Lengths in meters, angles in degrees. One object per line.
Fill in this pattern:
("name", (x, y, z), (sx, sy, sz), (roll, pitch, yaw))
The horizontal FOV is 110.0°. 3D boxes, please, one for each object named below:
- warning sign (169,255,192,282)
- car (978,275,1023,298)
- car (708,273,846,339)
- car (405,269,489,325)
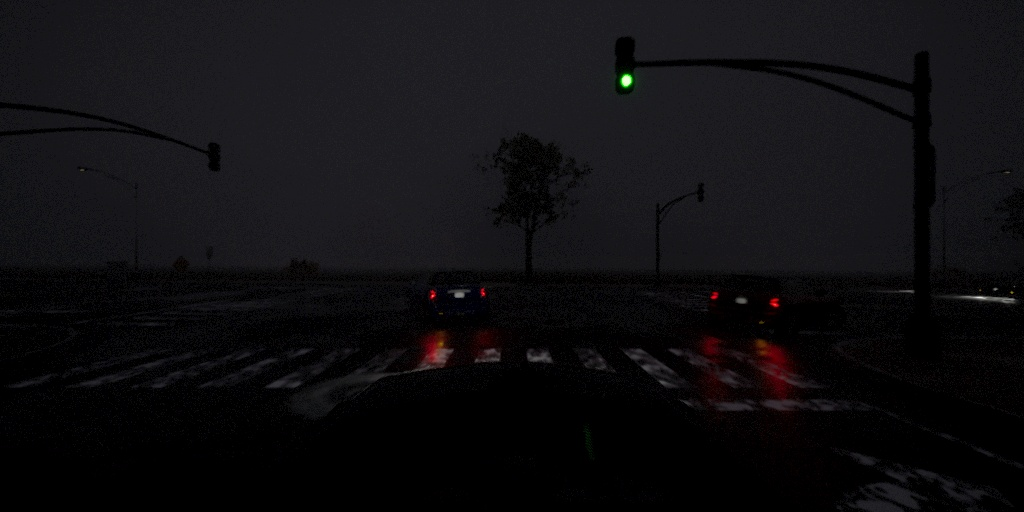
("warning sign", (-23.477, 0.889, 25.441), (1.060, 1.860, 1.300), (0, 0, 1))
("car", (30.810, 1.802, 21.334), (4.181, 1.385, 1.994), (0, 0, 1))
("car", (8.290, 1.334, 11.229), (4.553, 1.767, 2.097), (2, 1, -31))
("car", (-2.470, 1.237, 12.839), (2.097, 1.767, 4.553), (0, -1, -24))
